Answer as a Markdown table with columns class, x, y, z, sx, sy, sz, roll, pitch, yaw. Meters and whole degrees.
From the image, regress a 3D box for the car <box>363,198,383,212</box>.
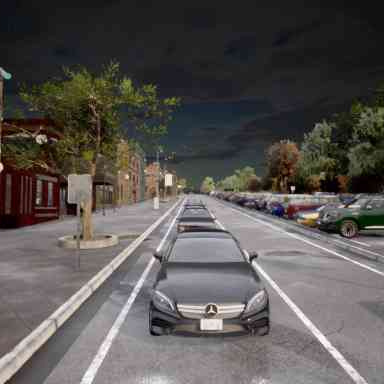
| class | x | y | z | sx | sy | sz | roll | pitch | yaw |
| --- | --- | --- | --- | --- | --- | --- | --- | --- | --- |
| car | 22.212 | 1.468 | 37.393 | 4.792 | 1.488 | 2.163 | 0 | 0 | 0 |

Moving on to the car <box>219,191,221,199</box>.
| class | x | y | z | sx | sy | sz | roll | pitch | yaw |
| --- | --- | --- | --- | --- | --- | --- | --- | --- | --- |
| car | 8.941 | 0.938 | 67.476 | 5.566 | 2.045 | 2.435 | 0 | 1 | 0 |

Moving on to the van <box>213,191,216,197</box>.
| class | x | y | z | sx | sy | sz | roll | pitch | yaw |
| --- | --- | --- | --- | --- | --- | --- | --- | --- | --- |
| van | 8.709 | 0.764 | 89.900 | 4.442 | 1.987 | 1.878 | 0 | 1 | 0 |

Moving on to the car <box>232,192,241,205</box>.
| class | x | y | z | sx | sy | sz | roll | pitch | yaw |
| --- | --- | --- | --- | --- | --- | --- | --- | --- | --- |
| car | 9.067 | 1.113 | 47.853 | 5.566 | 2.045 | 2.435 | 0 | 1 | 0 |

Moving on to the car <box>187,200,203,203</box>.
| class | x | y | z | sx | sy | sz | roll | pitch | yaw |
| --- | --- | --- | --- | --- | --- | --- | --- | --- | --- |
| car | 0.241 | 1.442 | 29.838 | 2.128 | 1.511 | 4.902 | 0 | 0 | 0 |

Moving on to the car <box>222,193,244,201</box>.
| class | x | y | z | sx | sy | sz | roll | pitch | yaw |
| --- | --- | --- | --- | --- | --- | --- | --- | --- | --- |
| car | 8.902 | 1.014 | 73.083 | 4.553 | 1.767 | 2.185 | 0 | 1 | 0 |

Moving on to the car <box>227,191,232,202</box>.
| class | x | y | z | sx | sy | sz | roll | pitch | yaw |
| --- | --- | --- | --- | --- | --- | --- | --- | --- | --- |
| car | 9.054 | 1.139 | 59.068 | 4.553 | 1.767 | 2.185 | 0 | 1 | 0 |

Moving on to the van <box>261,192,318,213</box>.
| class | x | y | z | sx | sy | sz | roll | pitch | yaw |
| --- | --- | --- | --- | --- | --- | --- | --- | --- | --- |
| van | 9.086 | 1.230 | 31.030 | 4.442 | 1.987 | 1.878 | 0 | 0 | 0 |

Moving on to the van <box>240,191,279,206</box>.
| class | x | y | z | sx | sy | sz | roll | pitch | yaw |
| --- | --- | --- | --- | --- | --- | --- | --- | --- | --- |
| van | 9.229 | 1.163 | 45.054 | 4.442 | 1.987 | 1.878 | 0 | 0 | 0 |

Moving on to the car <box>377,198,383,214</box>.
| class | x | y | z | sx | sy | sz | roll | pitch | yaw |
| --- | --- | --- | --- | --- | --- | --- | --- | --- | --- |
| car | 22.444 | 1.444 | 34.622 | 5.366 | 1.575 | 1.946 | 0 | 0 | 0 |

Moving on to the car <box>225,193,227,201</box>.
| class | x | y | z | sx | sy | sz | roll | pitch | yaw |
| --- | --- | --- | --- | --- | --- | --- | --- | --- | --- |
| car | 9.002 | 1.279 | 61.872 | 4.674 | 1.452 | 2.002 | 0 | 1 | 0 |

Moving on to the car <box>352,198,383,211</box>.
| class | x | y | z | sx | sy | sz | roll | pitch | yaw |
| --- | --- | --- | --- | --- | --- | --- | --- | --- | --- |
| car | 22.252 | 1.452 | 40.176 | 4.792 | 1.488 | 2.163 | 0 | 0 | 0 |

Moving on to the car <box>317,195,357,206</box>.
| class | x | y | z | sx | sy | sz | roll | pitch | yaw |
| --- | --- | --- | --- | --- | --- | --- | --- | --- | --- |
| car | 22.339 | 1.332 | 51.280 | 5.366 | 1.575 | 1.946 | 0 | 1 | 0 |

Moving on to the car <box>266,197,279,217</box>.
| class | x | y | z | sx | sy | sz | roll | pitch | yaw |
| --- | --- | --- | --- | --- | --- | --- | --- | --- | --- |
| car | 9.215 | 1.460 | 28.224 | 5.008 | 1.535 | 2.097 | 0 | 0 | 0 |

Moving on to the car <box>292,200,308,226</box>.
| class | x | y | z | sx | sy | sz | roll | pitch | yaw |
| --- | --- | --- | --- | --- | --- | --- | --- | --- | --- |
| car | 9.089 | 1.466 | 19.814 | 5.366 | 1.575 | 1.946 | 0 | 0 | 0 |

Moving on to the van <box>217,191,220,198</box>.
| class | x | y | z | sx | sy | sz | roll | pitch | yaw |
| --- | --- | --- | --- | --- | --- | --- | --- | --- | --- |
| van | 8.781 | 0.864 | 78.688 | 4.442 | 1.987 | 1.878 | 0 | 1 | 0 |

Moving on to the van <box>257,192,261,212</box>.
| class | x | y | z | sx | sy | sz | roll | pitch | yaw |
| --- | --- | --- | --- | --- | --- | --- | --- | --- | --- |
| van | 9.301 | 1.222 | 33.833 | 4.442 | 1.987 | 1.878 | 0 | 0 | 0 |

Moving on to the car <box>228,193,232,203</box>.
| class | x | y | z | sx | sy | sz | roll | pitch | yaw |
| --- | --- | --- | --- | --- | --- | --- | --- | --- | --- |
| car | 9.034 | 1.290 | 56.266 | 4.892 | 1.521 | 2.231 | 0 | 1 | 0 |

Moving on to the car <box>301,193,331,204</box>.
| class | x | y | z | sx | sy | sz | roll | pitch | yaw |
| --- | --- | --- | --- | --- | --- | --- | --- | --- | --- |
| car | 22.130 | 1.135 | 59.606 | 4.553 | 1.767 | 2.185 | 0 | 1 | 0 |

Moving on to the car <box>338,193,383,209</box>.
| class | x | y | z | sx | sy | sz | roll | pitch | yaw |
| --- | --- | --- | --- | --- | --- | --- | --- | --- | --- |
| car | 22.178 | 1.153 | 42.949 | 5.566 | 2.045 | 2.435 | 0 | 0 | 0 |

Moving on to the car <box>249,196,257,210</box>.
| class | x | y | z | sx | sy | sz | roll | pitch | yaw |
| --- | --- | --- | --- | --- | --- | --- | --- | --- | --- |
| car | 9.196 | 1.470 | 36.636 | 4.792 | 1.488 | 2.163 | 0 | 0 | 0 |

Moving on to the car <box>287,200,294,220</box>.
| class | x | y | z | sx | sy | sz | roll | pitch | yaw |
| --- | --- | --- | --- | --- | --- | --- | --- | --- | --- |
| car | 9.259 | 1.506 | 22.618 | 4.674 | 1.452 | 2.002 | 0 | 0 | 0 |

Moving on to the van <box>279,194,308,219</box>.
| class | x | y | z | sx | sy | sz | roll | pitch | yaw |
| --- | --- | --- | --- | --- | --- | --- | --- | --- | --- |
| van | 9.355 | 1.237 | 25.421 | 4.442 | 1.987 | 1.878 | 0 | 0 | 0 |

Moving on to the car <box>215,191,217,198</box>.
| class | x | y | z | sx | sy | sz | roll | pitch | yaw |
| --- | --- | --- | --- | --- | --- | --- | --- | --- | --- |
| car | 8.874 | 1.065 | 81.493 | 5.008 | 1.535 | 2.097 | 0 | 1 | 0 |

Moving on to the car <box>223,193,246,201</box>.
| class | x | y | z | sx | sy | sz | roll | pitch | yaw |
| --- | --- | --- | --- | --- | --- | --- | --- | --- | --- |
| car | 8.920 | 1.039 | 70.280 | 4.553 | 1.767 | 2.185 | 0 | 1 | 0 |

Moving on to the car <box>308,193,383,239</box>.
| class | x | y | z | sx | sy | sz | roll | pitch | yaw |
| --- | --- | --- | --- | --- | --- | --- | --- | --- | --- |
| car | 9.264 | 1.221 | 17.011 | 5.566 | 2.045 | 2.435 | 0 | 0 | 0 |

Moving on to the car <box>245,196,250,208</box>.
| class | x | y | z | sx | sy | sz | roll | pitch | yaw |
| --- | --- | --- | --- | --- | --- | --- | --- | --- | --- |
| car | 9.146 | 1.465 | 39.444 | 4.674 | 1.452 | 2.002 | 0 | 0 | 0 |

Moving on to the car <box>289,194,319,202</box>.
| class | x | y | z | sx | sy | sz | roll | pitch | yaw |
| --- | --- | --- | --- | --- | --- | --- | --- | --- | --- |
| car | 21.879 | 1.209 | 65.155 | 5.366 | 1.575 | 1.946 | 0 | 0 | 0 |

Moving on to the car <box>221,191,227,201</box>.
| class | x | y | z | sx | sy | sz | roll | pitch | yaw |
| --- | --- | --- | --- | --- | --- | --- | --- | --- | --- |
| car | 8.959 | 0.963 | 64.673 | 5.566 | 2.045 | 2.435 | 0 | 1 | 0 |

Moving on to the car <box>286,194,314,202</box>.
| class | x | y | z | sx | sy | sz | roll | pitch | yaw |
| --- | --- | --- | --- | --- | --- | --- | --- | --- | --- |
| car | 22.052 | 1.188 | 67.933 | 4.892 | 1.521 | 2.231 | 0 | 1 | 0 |

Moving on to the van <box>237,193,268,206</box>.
| class | x | y | z | sx | sy | sz | roll | pitch | yaw |
| --- | --- | --- | --- | --- | --- | --- | --- | --- | --- |
| van | 9.193 | 1.113 | 50.658 | 4.442 | 1.987 | 1.878 | 0 | 1 | 0 |

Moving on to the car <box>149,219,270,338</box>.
| class | x | y | z | sx | sy | sz | roll | pitch | yaw |
| --- | --- | --- | --- | --- | --- | --- | --- | --- | --- |
| car | 0.258 | 1.524 | 6.812 | 1.812 | 1.442 | 4.674 | 0 | 0 | 0 |

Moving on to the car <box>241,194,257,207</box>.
| class | x | y | z | sx | sy | sz | roll | pitch | yaw |
| --- | --- | --- | --- | --- | --- | --- | --- | --- | --- |
| car | 9.137 | 1.409 | 42.247 | 4.892 | 1.521 | 2.231 | 0 | 0 | 0 |

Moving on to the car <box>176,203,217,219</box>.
| class | x | y | z | sx | sy | sz | roll | pitch | yaw |
| --- | --- | --- | --- | --- | --- | --- | --- | --- | --- |
| car | 0.205 | 1.532 | 17.391 | 2.033 | 1.411 | 5.357 | 0 | 0 | 0 |
